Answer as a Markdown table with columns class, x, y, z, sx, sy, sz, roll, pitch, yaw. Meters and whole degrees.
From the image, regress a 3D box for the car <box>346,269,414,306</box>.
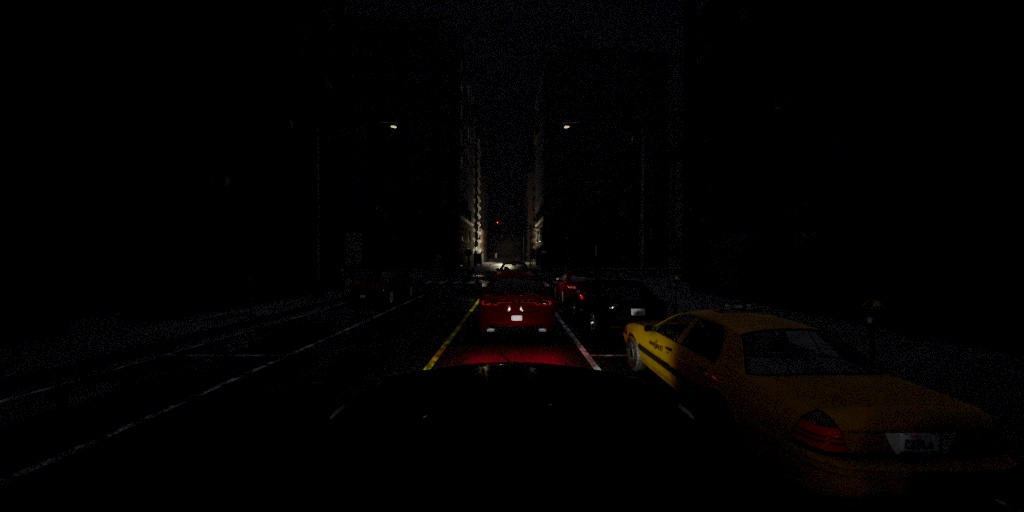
| class | x | y | z | sx | sy | sz | roll | pitch | yaw |
| --- | --- | --- | --- | --- | --- | --- | --- | --- | --- |
| car | -5.654 | 1.290 | 15.837 | 1.888 | 1.381 | 4.507 | 0 | 0 | 0 |

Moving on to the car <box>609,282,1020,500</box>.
| class | x | y | z | sx | sy | sz | roll | pitch | yaw |
| --- | --- | --- | --- | --- | --- | --- | --- | --- | --- |
| car | 2.875 | 1.274 | 4.826 | 1.751 | 1.417 | 4.829 | 0 | 0 | 0 |

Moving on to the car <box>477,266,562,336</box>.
| class | x | y | z | sx | sy | sz | roll | pitch | yaw |
| --- | --- | --- | --- | --- | --- | --- | --- | --- | --- |
| car | 0.106 | 1.225 | 10.421 | 1.882 | 1.535 | 5.008 | 0 | 0 | 0 |

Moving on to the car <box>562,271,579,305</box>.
| class | x | y | z | sx | sy | sz | roll | pitch | yaw |
| --- | --- | --- | --- | --- | --- | --- | --- | --- | --- |
| car | 2.891 | 1.327 | 15.828 | 1.802 | 1.307 | 4.207 | 0 | 0 | 0 |

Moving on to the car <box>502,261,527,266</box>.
| class | x | y | z | sx | sy | sz | roll | pitch | yaw |
| --- | --- | --- | --- | --- | --- | --- | --- | --- | --- |
| car | 0.121 | 1.096 | 20.751 | 2.097 | 1.767 | 4.553 | 0 | 0 | 0 |

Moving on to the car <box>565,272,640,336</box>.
| class | x | y | z | sx | sy | sz | roll | pitch | yaw |
| --- | --- | --- | --- | --- | --- | --- | --- | --- | --- |
| car | 2.883 | 1.313 | 10.242 | 1.948 | 1.339 | 4.313 | 0 | 0 | 0 |
